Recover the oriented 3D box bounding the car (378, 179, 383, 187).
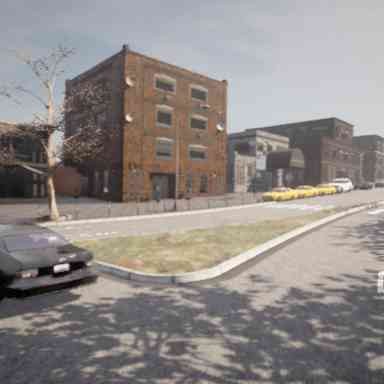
[{"bbox_3d":[36.702,-1.689,64.031,2.231,1.521,4.892,1,4,44],"label":"car"}]

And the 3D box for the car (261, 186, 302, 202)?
[{"bbox_3d":[9.532,0.214,36.130,1.946,1.575,5.366,1,4,44],"label":"car"}]

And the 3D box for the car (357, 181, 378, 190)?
[{"bbox_3d":[28.976,-1.119,56.099,2.163,1.488,4.792,1,4,44],"label":"car"}]

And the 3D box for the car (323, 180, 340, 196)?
[{"bbox_3d":[17.235,-0.328,44.031,1.946,1.575,5.366,1,4,44],"label":"car"}]

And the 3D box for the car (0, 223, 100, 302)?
[{"bbox_3d":[-4.395,1.462,7.978,5.357,1.411,2.033,1,0,40],"label":"car"}]

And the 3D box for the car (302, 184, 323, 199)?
[{"bbox_3d":[13.387,-0.058,40.076,1.946,1.575,5.366,1,4,44],"label":"car"}]

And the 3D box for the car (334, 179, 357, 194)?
[{"bbox_3d":[21.278,-0.860,48.175,2.435,2.045,5.566,1,4,44],"label":"car"}]
